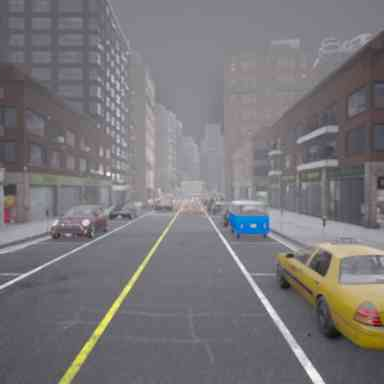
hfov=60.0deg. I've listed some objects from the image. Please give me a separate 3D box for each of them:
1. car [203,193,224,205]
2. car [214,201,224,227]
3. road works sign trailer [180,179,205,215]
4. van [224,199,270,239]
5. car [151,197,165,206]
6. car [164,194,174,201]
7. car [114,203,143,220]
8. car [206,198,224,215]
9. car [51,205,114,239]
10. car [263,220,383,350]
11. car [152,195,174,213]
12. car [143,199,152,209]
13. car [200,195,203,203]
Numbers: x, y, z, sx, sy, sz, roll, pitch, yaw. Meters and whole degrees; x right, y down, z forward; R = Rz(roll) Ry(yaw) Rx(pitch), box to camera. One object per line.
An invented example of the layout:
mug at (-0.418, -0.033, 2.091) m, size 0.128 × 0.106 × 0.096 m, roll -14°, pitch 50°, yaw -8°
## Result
car at (2.836, 1.329, 39.285) m, size 2.192 × 1.841 × 5.009 m, roll -1°, pitch 0°, yaw 0°
car at (2.843, 1.558, 22.766) m, size 2.008 × 1.369 × 4.403 m, roll -1°, pitch 0°, yaw 0°
road works sign trailer at (-0.011, 0.476, 33.459) m, size 2.380 × 3.560 × 2.880 m, roll 0°, pitch 0°, yaw 0°
van at (2.843, 1.346, 17.260) m, size 1.690 × 1.788 × 3.998 m, roll -1°, pitch 0°, yaw 0°
car at (-5.691, 1.600, 55.788) m, size 1.802 × 1.307 × 4.206 m, roll -1°, pitch 0°, yaw 0°
car at (-5.701, 1.324, 83.327) m, size 2.192 × 1.841 × 5.009 m, roll -1°, pitch 0°, yaw 0°
car at (-5.683, 1.575, 28.250) m, size 1.947 × 1.339 × 4.313 m, roll -1°, pitch 0°, yaw 0°
car at (2.840, 1.562, 33.778) m, size 2.008 × 1.369 × 4.403 m, roll -1°, pitch 0°, yaw 0°
car at (-5.681, 1.445, 17.234) m, size 1.967 × 1.590 × 4.097 m, roll -1°, pitch 0°, yaw 0°
car at (2.848, 1.527, 6.418) m, size 1.752 × 1.417 × 4.829 m, roll -1°, pitch 0°, yaw 0°
car at (-3.106, 1.491, 38.111) m, size 1.882 × 1.535 × 5.008 m, roll 0°, pitch 0°, yaw 0°
car at (-5.688, 1.598, 44.773) m, size 1.802 × 1.307 × 4.206 m, roll -1°, pitch 0°, yaw 0°
car at (2.834, 1.584, 55.803) m, size 1.947 × 1.339 × 4.313 m, roll -1°, pitch 0°, yaw 0°
